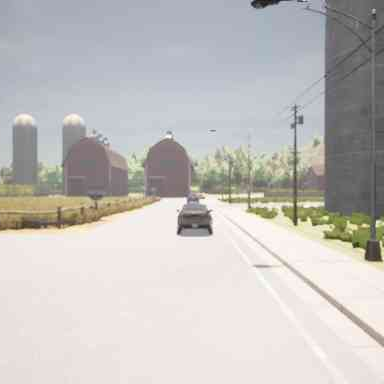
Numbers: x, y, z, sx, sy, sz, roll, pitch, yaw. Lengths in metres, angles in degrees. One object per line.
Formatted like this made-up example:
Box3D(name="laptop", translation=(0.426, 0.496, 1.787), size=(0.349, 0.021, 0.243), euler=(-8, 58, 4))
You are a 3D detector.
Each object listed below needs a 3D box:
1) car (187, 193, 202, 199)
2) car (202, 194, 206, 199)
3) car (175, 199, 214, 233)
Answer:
Box3D(name="car", translation=(0.188, 0.981, 56.767), size=(2.097, 1.767, 4.553), euler=(0, 0, 0))
Box3D(name="car", translation=(1.419, 0.967, 75.185), size=(1.882, 1.535, 5.008), euler=(0, 1, 30))
Box3D(name="car", translation=(0.144, 1.383, 18.650), size=(1.837, 1.490, 4.892), euler=(0, 0, 0))
